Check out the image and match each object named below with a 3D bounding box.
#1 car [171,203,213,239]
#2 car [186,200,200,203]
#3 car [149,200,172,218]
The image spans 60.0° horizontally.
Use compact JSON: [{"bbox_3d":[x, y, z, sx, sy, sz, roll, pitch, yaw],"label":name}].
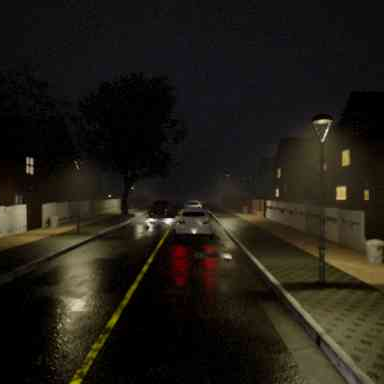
[{"bbox_3d":[0.100,1.523,17.106,1.812,1.442,4.674,0,0,0],"label":"car"},{"bbox_3d":[0.101,1.550,32.688,1.812,1.442,4.674,0,0,0],"label":"car"},{"bbox_3d":[-2.846,1.497,30.921,1.882,1.535,5.008,0,0,0],"label":"car"}]
